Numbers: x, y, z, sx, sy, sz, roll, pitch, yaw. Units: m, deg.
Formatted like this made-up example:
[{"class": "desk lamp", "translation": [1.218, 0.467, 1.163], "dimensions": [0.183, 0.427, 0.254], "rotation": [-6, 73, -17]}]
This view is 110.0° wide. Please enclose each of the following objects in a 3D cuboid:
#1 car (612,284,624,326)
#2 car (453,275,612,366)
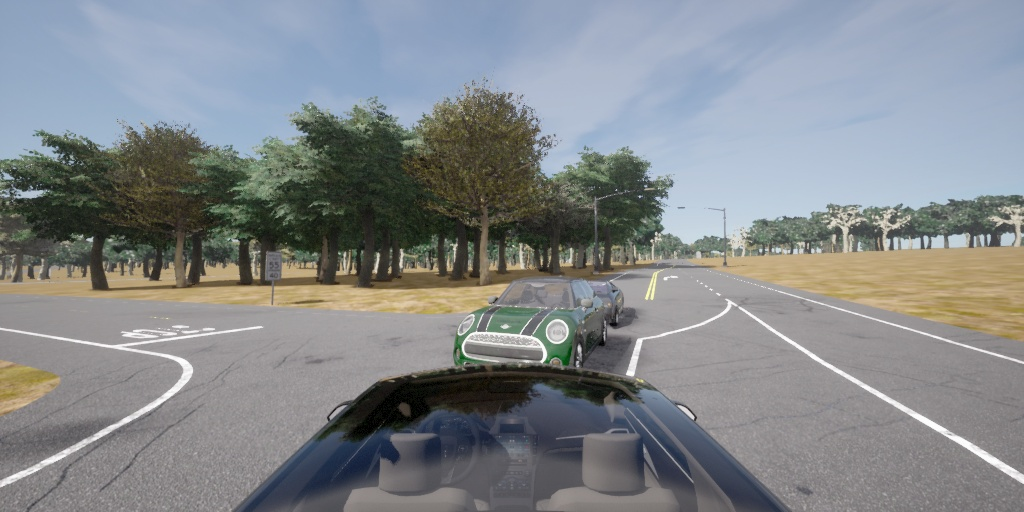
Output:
[{"class": "car", "translation": [2.884, 1.555, 12.933], "dimensions": [1.994, 1.385, 4.181], "rotation": [-2, 0, 22]}, {"class": "car", "translation": [0.668, 1.223, 7.497], "dimensions": [2.097, 1.767, 4.553], "rotation": [-1, -2, 22]}]
